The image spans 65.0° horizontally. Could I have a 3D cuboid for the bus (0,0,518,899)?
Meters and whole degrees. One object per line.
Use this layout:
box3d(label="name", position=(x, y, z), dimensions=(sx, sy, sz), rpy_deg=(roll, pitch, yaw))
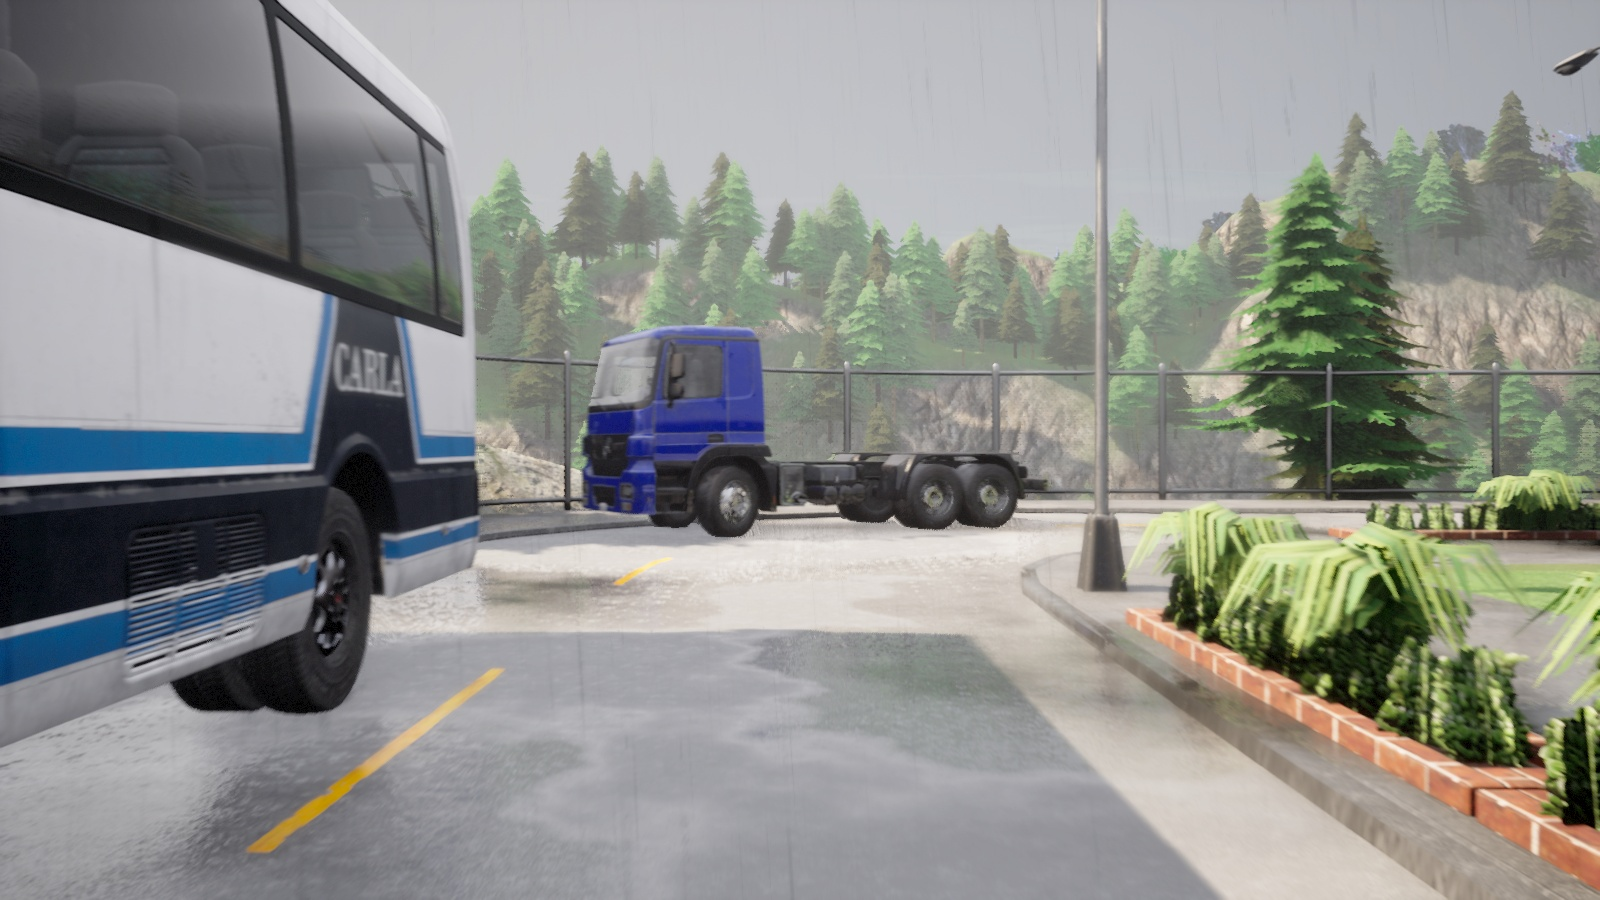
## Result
box3d(label="bus", position=(-4.027, -0.657, 4.207), dimensions=(3.944, 4.253, 10.273), rpy_deg=(0, 0, -1))

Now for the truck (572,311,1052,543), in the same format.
box3d(label="truck", position=(0.313, -0.357, 21.858), dimensions=(7.936, 3.462, 2.891), rpy_deg=(0, 0, -27))
